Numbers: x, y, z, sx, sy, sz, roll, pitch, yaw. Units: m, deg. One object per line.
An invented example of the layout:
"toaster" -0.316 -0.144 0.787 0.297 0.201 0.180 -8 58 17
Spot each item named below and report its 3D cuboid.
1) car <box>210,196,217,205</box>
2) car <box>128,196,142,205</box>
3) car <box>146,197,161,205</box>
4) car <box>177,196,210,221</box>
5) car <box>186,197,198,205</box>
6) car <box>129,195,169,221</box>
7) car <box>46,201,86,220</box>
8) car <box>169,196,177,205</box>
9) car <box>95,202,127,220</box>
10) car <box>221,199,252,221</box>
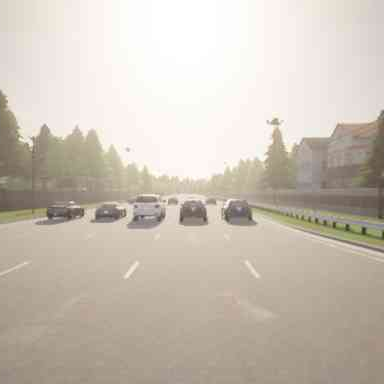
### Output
"car" 3.507 1.542 60.911 1.837 1.490 4.892 0 0 0
"car" -10.493 1.562 61.329 1.812 1.442 4.674 0 0 0
"car" -6.993 1.584 60.912 2.033 1.411 5.357 0 0 0
"car" 0.103 1.369 27.553 2.097 1.767 4.553 0 0 0
"car" 0.007 1.584 60.911 2.033 1.411 5.357 0 0 0
"car" -3.397 1.238 27.245 2.150 2.045 5.566 0 0 0
"car" -10.396 1.507 27.780 2.128 1.511 4.902 0 0 0
"car" -3.493 1.541 60.912 1.837 1.490 4.892 0 0 0
"car" -6.898 1.581 28.692 1.994 1.385 4.181 0 0 0
"car" 3.604 1.369 27.543 2.097 1.767 4.553 0 0 0
